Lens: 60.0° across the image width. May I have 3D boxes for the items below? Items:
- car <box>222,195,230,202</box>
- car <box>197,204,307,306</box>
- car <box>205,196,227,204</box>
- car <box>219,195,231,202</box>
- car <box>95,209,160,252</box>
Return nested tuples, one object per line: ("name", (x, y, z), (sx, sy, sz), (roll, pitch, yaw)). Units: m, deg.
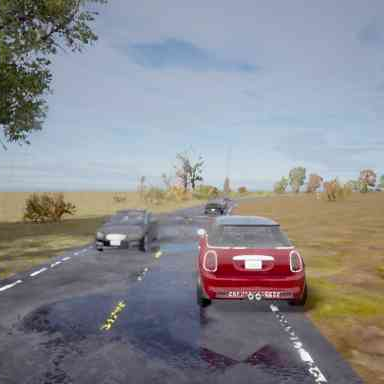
("car", (3.718, 1.527, 44.896), (2.033, 1.411, 5.357), (0, 0, 11))
("car", (1.197, 1.351, 8.221), (2.097, 1.767, 4.553), (0, 0, 2))
("car", (2.386, 1.494, 34.813), (1.837, 1.490, 4.892), (0, 0, 8))
("car", (7.568, 1.450, 76.000), (1.837, 1.490, 4.892), (0, 0, 15))
("car", (-2.514, 1.490, 13.933), (2.128, 1.511, 4.902), (0, 0, 3))
